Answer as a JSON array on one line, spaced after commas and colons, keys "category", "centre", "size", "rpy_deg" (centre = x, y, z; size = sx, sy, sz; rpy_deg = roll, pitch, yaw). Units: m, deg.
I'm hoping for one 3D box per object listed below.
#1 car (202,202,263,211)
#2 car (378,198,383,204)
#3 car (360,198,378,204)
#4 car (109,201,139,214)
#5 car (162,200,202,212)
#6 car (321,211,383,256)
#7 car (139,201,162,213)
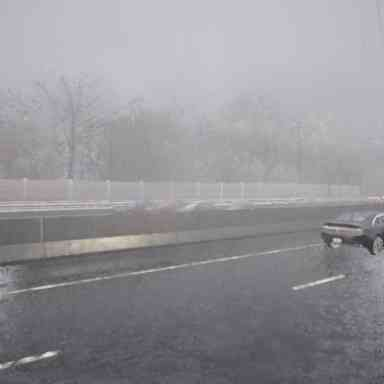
[{"category": "car", "centre": [3.605, 1.549, 23.762], "size": [5.357, 1.411, 2.033], "rpy_deg": [0, 0, -35]}, {"category": "car", "centre": [32.420, 1.256, 52.828], "size": [5.566, 2.045, 2.150], "rpy_deg": [0, 0, -35]}, {"category": "car", "centre": [30.024, 1.633, 55.410], "size": [4.718, 1.301, 1.895], "rpy_deg": [0, 0, -35]}, {"category": "car", "centre": [-4.819, 1.548, 30.643], "size": [5.357, 1.411, 2.033], "rpy_deg": [0, 0, -36]}, {"category": "car", "centre": [0.360, 1.527, 25.757], "size": [4.674, 1.442, 1.812], "rpy_deg": [0, 0, -35]}, {"category": "car", "centre": [7.078, 1.493, 13.092], "size": [4.902, 1.511, 2.128], "rpy_deg": [0, 0, -36]}, {"category": "car", "centre": [-1.671, 1.478, 28.596], "size": [5.008, 1.535, 1.882], "rpy_deg": [0, 0, -35]}]
